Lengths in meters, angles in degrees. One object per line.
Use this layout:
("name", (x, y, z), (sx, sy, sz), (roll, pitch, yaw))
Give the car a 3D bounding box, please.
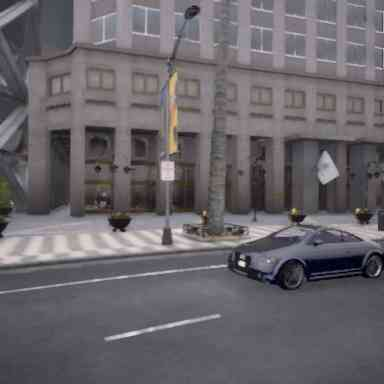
("car", (3.080, 1.594, 8.960), (4.181, 1.385, 1.994), (0, 0, -22))
